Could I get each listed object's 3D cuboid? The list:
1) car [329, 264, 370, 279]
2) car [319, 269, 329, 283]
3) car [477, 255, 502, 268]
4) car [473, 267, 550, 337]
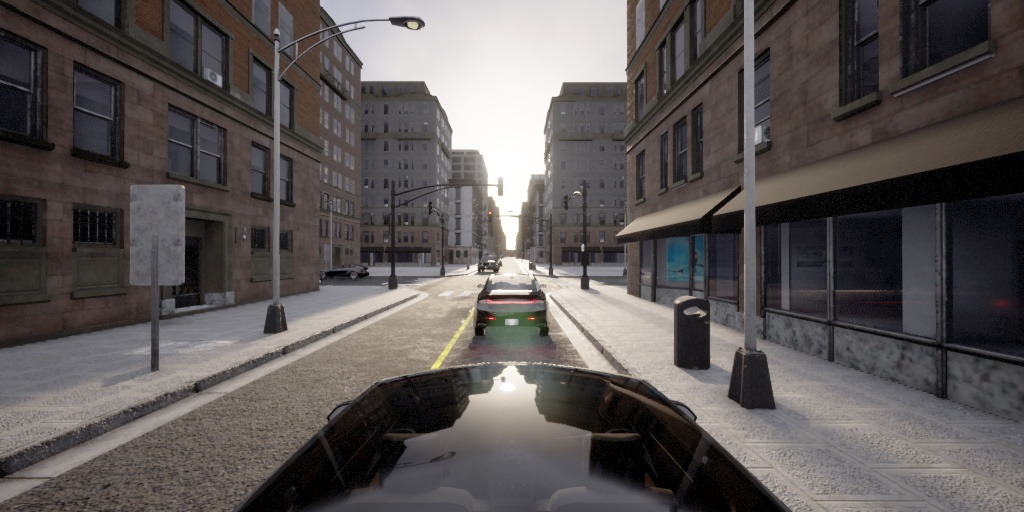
[{"bbox_3d":[-14.783,1.330,31.493,4.313,1.339,1.948,0,0,0],"label":"car"},{"bbox_3d":[-14.783,1.289,23.466,4.313,1.339,1.948,0,0,0],"label":"car"},{"bbox_3d":[-2.851,0.945,44.083,2.150,2.045,5.566,0,0,3],"label":"car"},{"bbox_3d":[-0.005,1.242,10.330,2.128,1.511,4.902,0,0,0],"label":"car"}]
